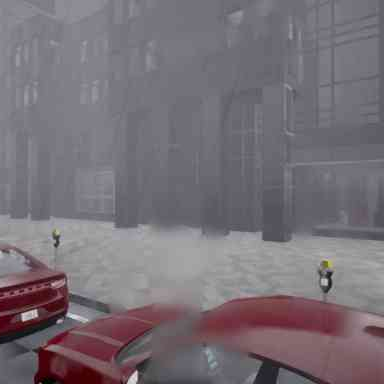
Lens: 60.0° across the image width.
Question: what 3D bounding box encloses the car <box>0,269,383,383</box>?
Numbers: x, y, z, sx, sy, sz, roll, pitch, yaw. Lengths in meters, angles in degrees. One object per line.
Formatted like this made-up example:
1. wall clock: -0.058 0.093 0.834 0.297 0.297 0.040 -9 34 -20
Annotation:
1. car: 0.564 1.545 2.557 4.507 1.381 1.887 0 0 35

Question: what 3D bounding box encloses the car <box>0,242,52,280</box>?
1. car: -4.027 1.545 5.826 4.507 1.381 1.887 0 0 35
